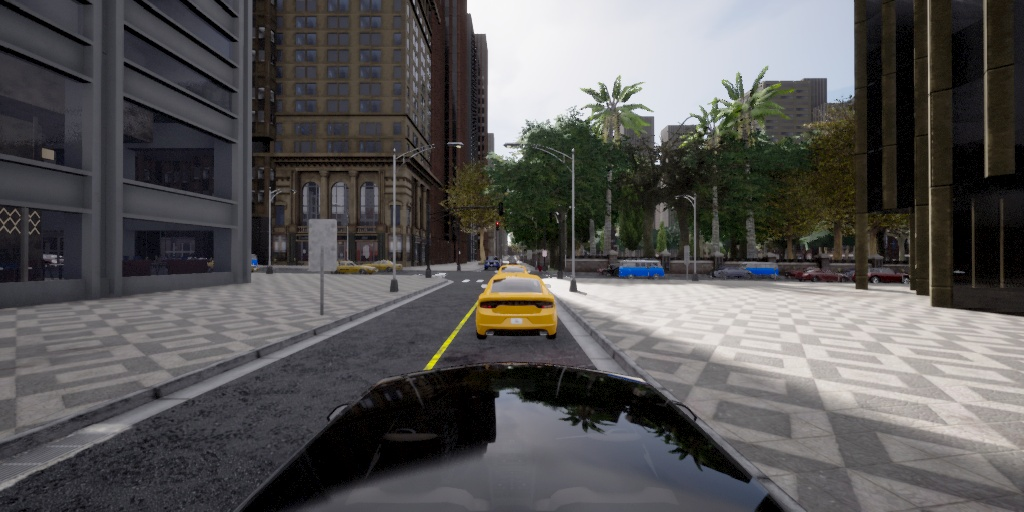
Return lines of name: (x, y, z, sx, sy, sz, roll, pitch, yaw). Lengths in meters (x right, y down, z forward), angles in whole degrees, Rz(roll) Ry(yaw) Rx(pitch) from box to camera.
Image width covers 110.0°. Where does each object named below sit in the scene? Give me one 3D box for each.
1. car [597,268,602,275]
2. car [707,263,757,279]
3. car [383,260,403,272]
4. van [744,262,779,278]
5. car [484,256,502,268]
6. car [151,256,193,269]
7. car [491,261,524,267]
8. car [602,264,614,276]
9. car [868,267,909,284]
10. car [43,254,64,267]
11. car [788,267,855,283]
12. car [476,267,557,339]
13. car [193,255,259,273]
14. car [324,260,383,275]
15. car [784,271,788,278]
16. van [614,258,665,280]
car: (11.984, 1.605, 41.669, 4.207, 1.307, 1.802, 0, 0, 0)
car: (23.546, 1.763, 38.925, 4.181, 1.385, 1.994, 1, 0, 1)
car: (-15.272, 1.102, 41.838, 4.829, 1.417, 1.751, 0, 0, 0)
van: (28.554, 1.637, 41.566, 3.998, 1.789, 1.690, 0, 0, 0)
car: (-2.975, 1.035, 54.550, 2.150, 2.045, 5.566, 0, 0, 0)
car: (-37.194, 0.751, 39.314, 5.357, 1.411, 2.033, 1, 0, 0)
car: (0.042, 1.235, 20.155, 1.882, 1.535, 5.008, 0, 0, 0)
car: (13.090, 1.248, 39.005, 5.566, 2.045, 2.150, 1, 0, 0)
car: (34.036, 1.778, 33.006, 4.097, 1.591, 1.967, 0, 0, 0)
car: (-43.497, 0.509, 33.488, 4.097, 1.591, 1.967, 0, 0, 0)
car: (28.512, 1.830, 33.041, 4.207, 1.307, 1.802, 0, 0, 0)
car: (0.112, 1.230, 10.095, 1.882, 1.535, 5.008, 0, 0, 0)
car: (-26.315, 0.868, 33.382, 4.829, 1.417, 1.751, 0, 0, 0)
car: (-14.975, 1.053, 33.311, 4.829, 1.417, 1.751, 0, 0, 0)
car: (34.077, 1.933, 41.532, 4.507, 1.381, 1.888, 0, 0, 0)
van: (11.942, 1.315, 33.144, 3.998, 1.789, 1.690, 0, 0, 0)
